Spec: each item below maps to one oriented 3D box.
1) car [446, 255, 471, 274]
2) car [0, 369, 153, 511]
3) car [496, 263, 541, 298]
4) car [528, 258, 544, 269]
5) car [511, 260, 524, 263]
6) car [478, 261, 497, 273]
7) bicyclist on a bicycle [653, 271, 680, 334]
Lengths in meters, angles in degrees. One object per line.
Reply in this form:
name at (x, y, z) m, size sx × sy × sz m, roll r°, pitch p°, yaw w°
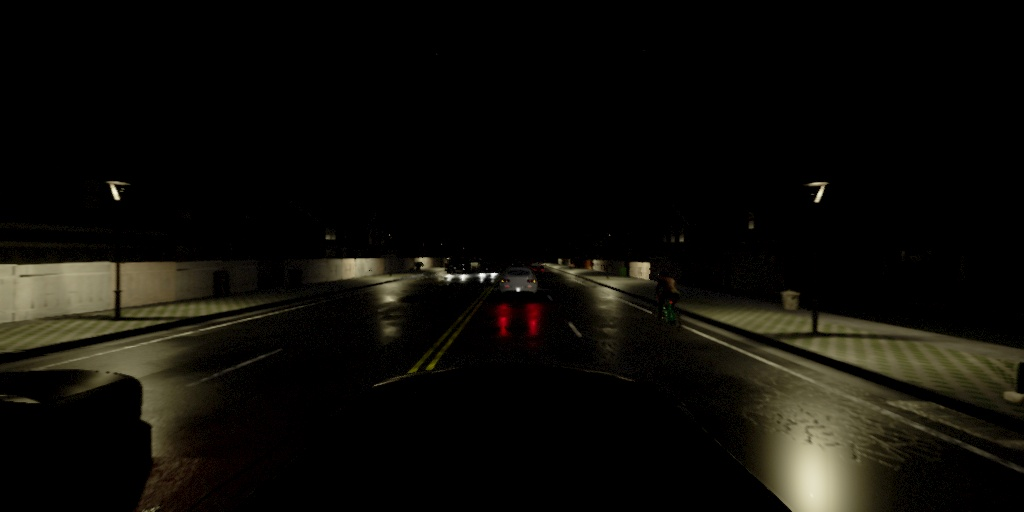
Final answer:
car at (-6.026, 0.915, 40.881) m, size 2.150 × 2.045 × 5.566 m, roll 1°, pitch 0°, yaw 1°
car at (-3.387, 1.196, 0.270) m, size 1.882 × 1.535 × 5.008 m, roll 1°, pitch 0°, yaw 1°
car at (0.325, 1.278, 18.537) m, size 1.812 × 1.442 × 4.674 m, roll 1°, pitch 0°, yaw 1°
car at (4.194, 1.416, 59.677) m, size 1.895 × 1.301 × 4.718 m, roll 1°, pitch 0°, yaw 1°
car at (0.830, 1.336, 52.124) m, size 1.994 × 1.385 × 4.181 m, roll 1°, pitch 0°, yaw 1°
car at (-2.759, 1.292, 41.905) m, size 1.994 × 1.385 × 4.181 m, roll 1°, pitch 0°, yaw 1°
bicyclist on a bicycle at (4.241, 1.242, 9.850) m, size 0.582 × 1.620 × 1.656 m, roll 1°, pitch 0°, yaw 1°
